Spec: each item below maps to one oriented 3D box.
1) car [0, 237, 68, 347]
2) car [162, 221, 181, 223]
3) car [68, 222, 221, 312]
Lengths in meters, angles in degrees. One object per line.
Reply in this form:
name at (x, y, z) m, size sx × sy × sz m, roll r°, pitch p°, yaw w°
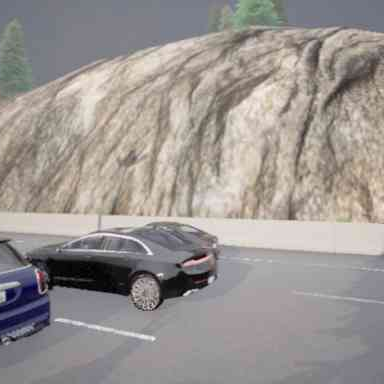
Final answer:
car at (-4.490, 1.421, 5.192) m, size 4.553 × 1.767 × 2.097 m, roll 0°, pitch -1°, yaw 24°
car at (-1.134, 1.700, 11.354) m, size 4.181 × 1.385 × 1.994 m, roll 0°, pitch -1°, yaw 24°
car at (-1.804, 1.588, 7.814) m, size 4.902 × 1.511 × 2.128 m, roll 0°, pitch -1°, yaw 24°
